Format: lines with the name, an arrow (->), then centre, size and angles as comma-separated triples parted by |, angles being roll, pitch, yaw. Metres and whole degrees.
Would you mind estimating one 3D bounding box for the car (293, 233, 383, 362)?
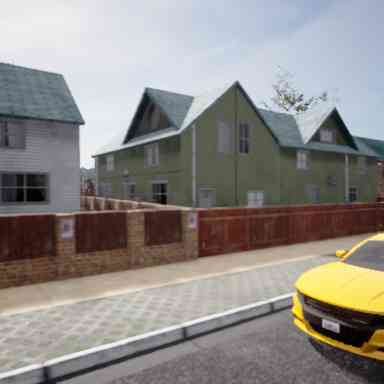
car -> 3.850, 1.474, 5.772 | 5.008, 1.535, 1.882 | 0, 0, -35
